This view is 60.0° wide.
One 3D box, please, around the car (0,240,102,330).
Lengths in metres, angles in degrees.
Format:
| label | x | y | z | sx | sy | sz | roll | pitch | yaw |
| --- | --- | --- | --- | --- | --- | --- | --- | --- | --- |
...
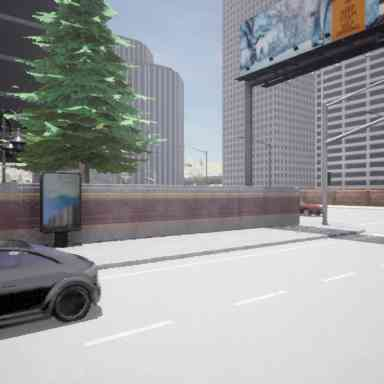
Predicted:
| label | x | y | z | sx | sy | sz | roll | pitch | yaw |
| --- | --- | --- | --- | --- | --- | --- | --- | --- | --- |
| car | -3.717 | 1.564 | 5.639 | 4.181 | 1.385 | 1.994 | 0 | 0 | -35 |

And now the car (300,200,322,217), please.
| label | x | y | z | sx | sy | sz | roll | pitch | yaw |
| --- | --- | --- | --- | --- | --- | --- | --- | --- | --- |
| car | 10.238 | 1.478 | 32.138 | 1.882 | 1.535 | 5.008 | 0 | 0 | -35 |
